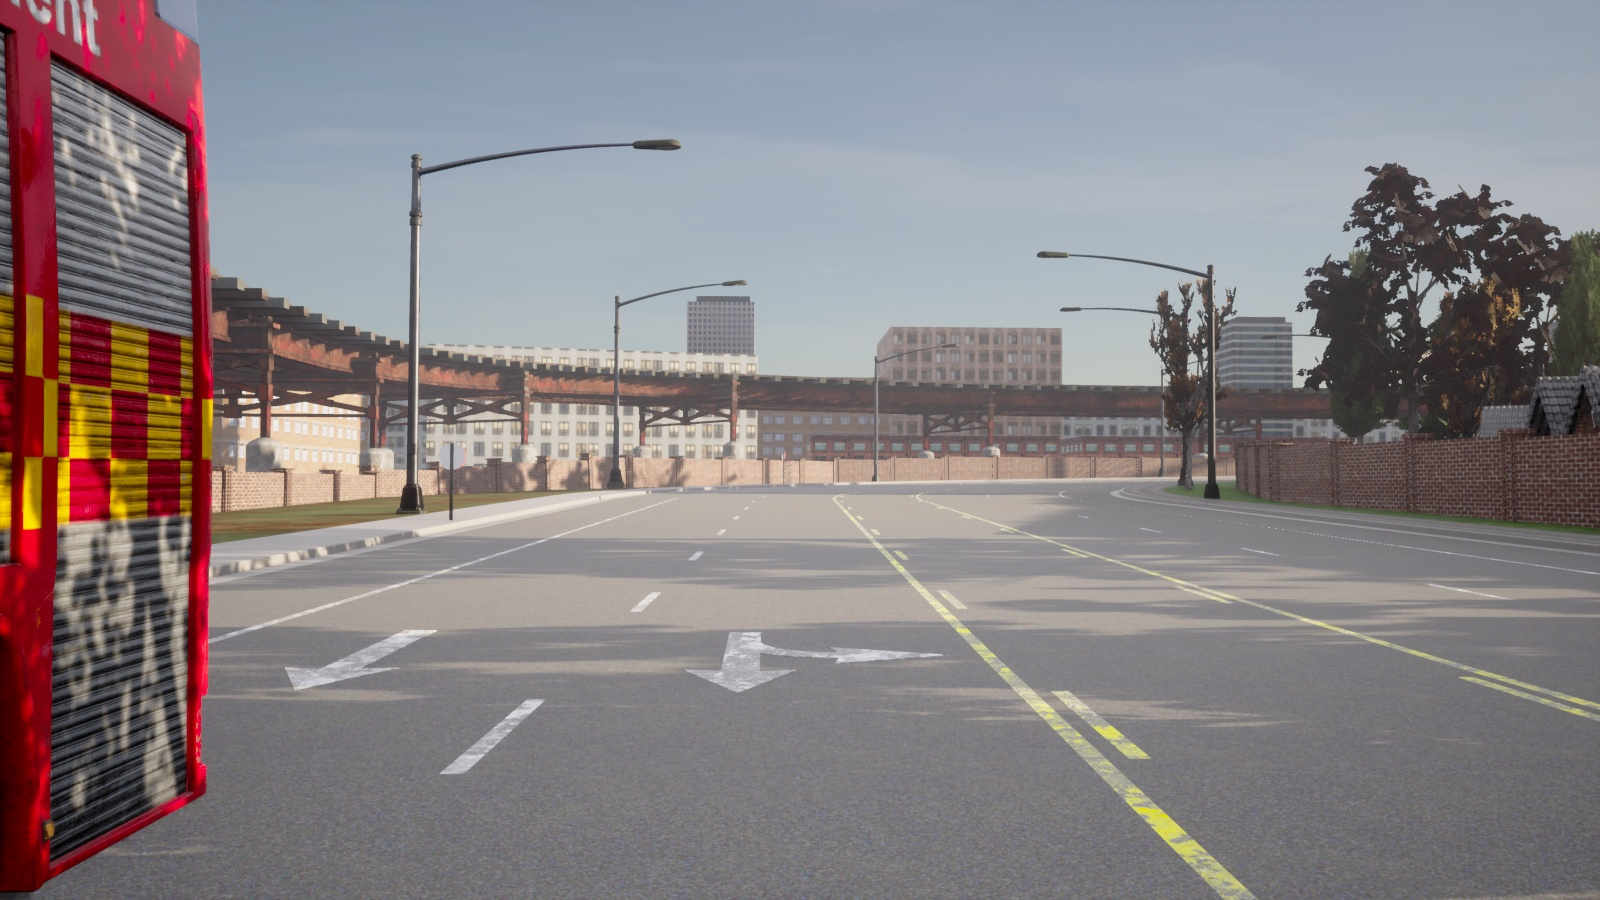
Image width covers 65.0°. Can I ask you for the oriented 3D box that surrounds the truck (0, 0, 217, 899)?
[{"bbox_3d":[-3.504,-0.332,0.213,2.891,3.827,8.468,0,-1,0],"label":"truck"}]
